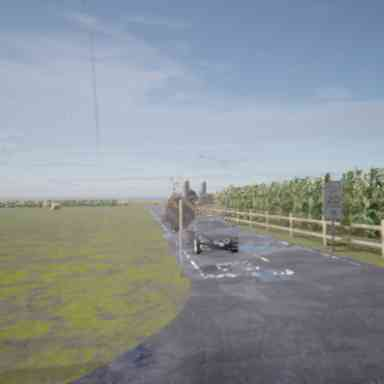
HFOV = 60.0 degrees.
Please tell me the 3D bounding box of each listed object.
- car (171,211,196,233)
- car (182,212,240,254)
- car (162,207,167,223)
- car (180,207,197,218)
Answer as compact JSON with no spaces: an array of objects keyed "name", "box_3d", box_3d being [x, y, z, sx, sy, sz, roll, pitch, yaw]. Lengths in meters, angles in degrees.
[{"name":"car","box_3d":[-0.585,2.308,25.451,1.895,1.301,4.718,-1,-2,-8]},{"name":"car","box_3d":[0.828,1.923,15.642,1.837,1.490,4.892,-1,-2,-8]},{"name":"car","box_3d":[-2.211,2.394,36.817,2.097,1.767,4.553,-1,-2,-9]},{"name":"car","box_3d":[-0.563,2.799,46.022,1.812,1.442,4.674,-1,-2,-8]}]
